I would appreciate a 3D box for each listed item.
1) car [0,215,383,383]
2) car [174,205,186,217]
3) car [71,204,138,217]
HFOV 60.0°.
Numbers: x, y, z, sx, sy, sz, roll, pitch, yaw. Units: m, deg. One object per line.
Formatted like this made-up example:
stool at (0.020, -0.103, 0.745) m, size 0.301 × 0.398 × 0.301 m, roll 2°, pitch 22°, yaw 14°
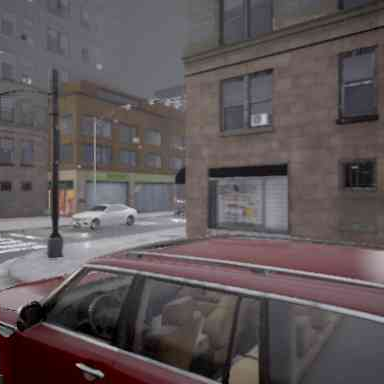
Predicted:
car at (-0.009, 1.316, 2.814) m, size 5.009 × 1.841 × 2.192 m, roll 0°, pitch 0°, yaw 35°
car at (0.673, 1.444, 29.416) m, size 2.033 × 1.411 × 5.357 m, roll 0°, pitch 0°, yaw 36°
car at (-5.403, 1.467, 20.875) m, size 1.812 × 1.442 × 4.674 m, roll 0°, pitch 0°, yaw 34°
